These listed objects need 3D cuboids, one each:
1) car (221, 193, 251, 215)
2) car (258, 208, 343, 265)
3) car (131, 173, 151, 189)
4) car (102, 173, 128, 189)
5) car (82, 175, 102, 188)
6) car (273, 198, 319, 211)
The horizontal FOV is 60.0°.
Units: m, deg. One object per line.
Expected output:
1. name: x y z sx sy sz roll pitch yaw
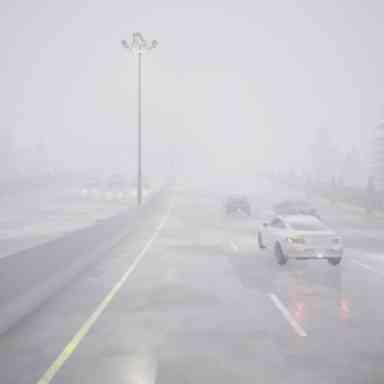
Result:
1. car: 3.450 0.868 26.450 1.837 1.490 4.892 0 4 0
2. car: 3.529 1.501 11.475 1.812 1.442 4.674 0 0 0
3. car: -7.317 -1.679 48.196 2.150 2.045 5.566 0 7 0
4. car: -10.815 -1.681 48.186 2.150 2.045 5.566 0 7 0
5. car: -14.311 -1.565 48.306 2.097 1.767 4.553 0 7 0
6. car: 6.941 1.148 22.606 2.033 1.411 5.357 0 3 0
